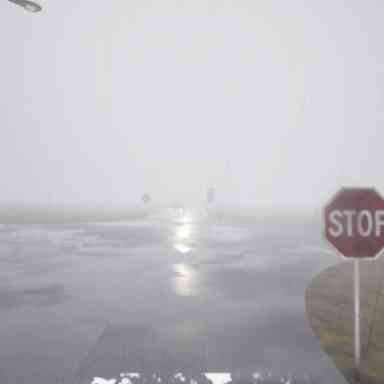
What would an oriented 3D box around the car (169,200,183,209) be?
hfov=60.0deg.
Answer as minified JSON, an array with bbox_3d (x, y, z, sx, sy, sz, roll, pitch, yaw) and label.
[{"bbox_3d":[-2.560,2.029,53.944,1.837,1.490,4.892,0,0,0],"label":"car"}]
